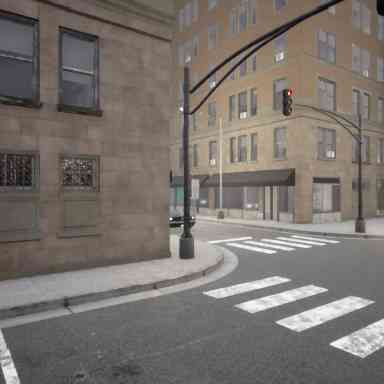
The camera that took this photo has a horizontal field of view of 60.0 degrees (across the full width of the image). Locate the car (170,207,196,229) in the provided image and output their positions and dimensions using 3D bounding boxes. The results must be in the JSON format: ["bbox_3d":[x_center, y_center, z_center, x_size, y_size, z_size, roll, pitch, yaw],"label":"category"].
[{"bbox_3d":[-1.779,1.502,19.818,1.895,1.301,4.718,0,0,-36],"label":"car"}]
